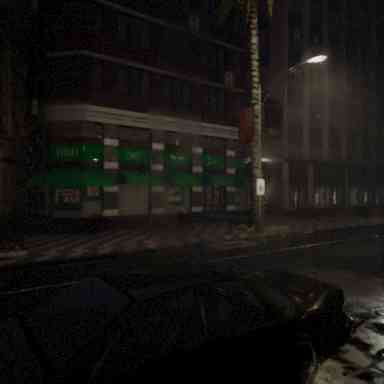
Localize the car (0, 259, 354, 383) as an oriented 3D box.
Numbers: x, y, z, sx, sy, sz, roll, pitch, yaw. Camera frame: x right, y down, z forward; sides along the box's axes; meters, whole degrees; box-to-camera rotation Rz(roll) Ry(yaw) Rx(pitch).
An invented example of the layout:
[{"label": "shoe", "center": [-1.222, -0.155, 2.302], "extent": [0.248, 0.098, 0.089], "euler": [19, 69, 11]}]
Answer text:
[{"label": "car", "center": [-0.403, 1.545, 3.584], "extent": [5.357, 1.411, 2.033], "euler": [0, 0, -35]}]
